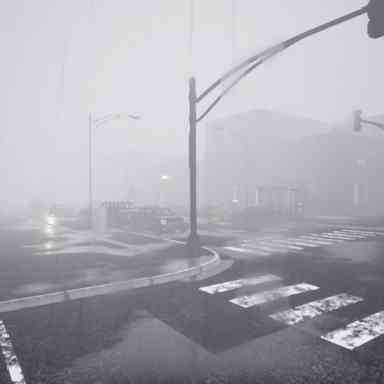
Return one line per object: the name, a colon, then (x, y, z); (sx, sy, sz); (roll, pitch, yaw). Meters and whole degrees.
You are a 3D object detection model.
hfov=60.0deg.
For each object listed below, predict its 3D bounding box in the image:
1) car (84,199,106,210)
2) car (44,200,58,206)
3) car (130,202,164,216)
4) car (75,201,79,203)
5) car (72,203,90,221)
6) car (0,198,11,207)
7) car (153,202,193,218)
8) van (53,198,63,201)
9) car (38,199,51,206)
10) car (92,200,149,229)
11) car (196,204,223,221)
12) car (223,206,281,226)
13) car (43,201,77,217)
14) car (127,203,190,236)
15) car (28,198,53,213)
car: (-15.333, 2.003, 52.563); (1.967, 1.590, 4.097); (-1, 0, -36)
car: (-32.062, 2.445, 75.347); (1.887, 1.381, 4.507); (-1, 0, -36)
car: (-5.290, 1.911, 38.893); (2.008, 1.369, 4.403); (-1, 0, -36)
car: (-22.022, 2.280, 61.677); (1.802, 1.307, 4.206); (-1, 0, -36)
car: (-8.688, 1.919, 29.419); (2.008, 1.369, 4.403); (-1, 0, -36)
car: (-42.194, 2.358, 74.961); (2.192, 1.841, 5.009); (-1, 0, -36)
car: (-2.044, 1.821, 34.473); (1.752, 1.417, 4.829); (-1, 0, -36)
van: (-28.721, 2.174, 70.790); (1.690, 1.788, 3.998); (-1, 0, -36)
car: (-35.510, 2.495, 80.041); (1.752, 1.417, 4.829); (-1, 0, -36)
car: (-5.346, 1.616, 24.862); (2.192, 1.841, 5.009); (-1, 0, -36)
car: (1.303, 1.753, 29.916); (1.752, 1.417, 4.829); (-1, 0, -36)
car: (4.751, 1.725, 25.222); (1.947, 1.339, 4.313); (-1, 0, -36)
car: (-15.382, 2.053, 38.532); (2.008, 1.369, 4.403); (-1, 0, -36)
car: (-1.997, 1.674, 20.305); (1.967, 1.590, 4.097); (-1, 0, -36)
car: (-22.080, 1.952, 47.645); (2.192, 1.841, 5.009); (-1, 0, -36)
